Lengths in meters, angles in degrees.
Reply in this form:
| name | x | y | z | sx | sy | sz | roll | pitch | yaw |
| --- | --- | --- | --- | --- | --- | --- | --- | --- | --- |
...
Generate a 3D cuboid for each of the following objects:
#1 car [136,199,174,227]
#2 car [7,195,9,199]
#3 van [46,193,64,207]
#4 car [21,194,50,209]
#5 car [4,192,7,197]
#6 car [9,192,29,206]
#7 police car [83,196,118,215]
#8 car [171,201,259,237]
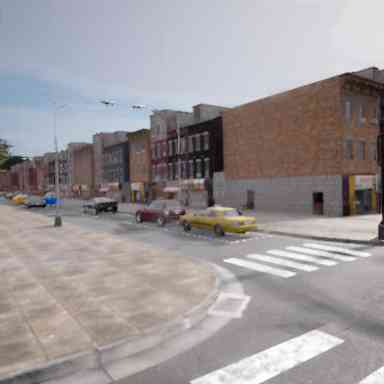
| name | x | y | z | sx | sy | sz | roll | pitch | yaw |
| --- | --- | --- | --- | --- | --- | --- | --- | --- | --- |
| car | -1.974 | 1.216 | 20.971 | 1.967 | 1.590 | 4.097 | -2 | 1 | -36 |
| car | -37.398 | 0.940 | 70.578 | 1.947 | 1.339 | 4.313 | -1 | 1 | -36 |
| van | -18.077 | 0.983 | 43.518 | 1.690 | 1.788 | 3.998 | -2 | 1 | -36 |
| car | -19.136 | 1.296 | 40.527 | 1.994 | 1.385 | 4.181 | -2 | 2 | -34 |
| car | -40.718 | 0.846 | 75.225 | 1.752 | 1.417 | 4.829 | -1 | 1 | -36 |
| car | -24.894 | 1.146 | 48.520 | 1.882 | 1.535 | 5.008 | -2 | 2 | -36 |
| police car | -8.429 | 1.152 | 30.193 | 1.930 | 1.638 | 5.238 | -2 | 1 | -36 |
| car | 1.149 | 1.324 | 16.601 | 1.752 | 1.417 | 4.829 | -2 | 1 | -36 |
